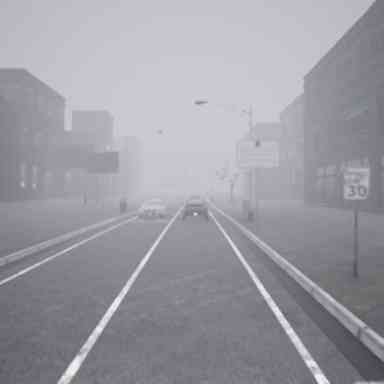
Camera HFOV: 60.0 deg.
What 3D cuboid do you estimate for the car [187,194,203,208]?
[{"bbox_3d":[0.381,1.154,43.338,2.033,1.649,4.856,0,0,0],"label":"car"}]

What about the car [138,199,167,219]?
[{"bbox_3d":[-2.936,1.255,25.725,1.812,1.442,4.674,0,0,0],"label":"car"}]

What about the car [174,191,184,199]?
[{"bbox_3d":[-2.574,0.665,67.784,2.128,1.511,4.902,0,2,0],"label":"car"}]

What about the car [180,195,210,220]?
[{"bbox_3d":[0.259,1.242,25.200,1.837,1.490,4.892,0,0,0],"label":"car"}]
